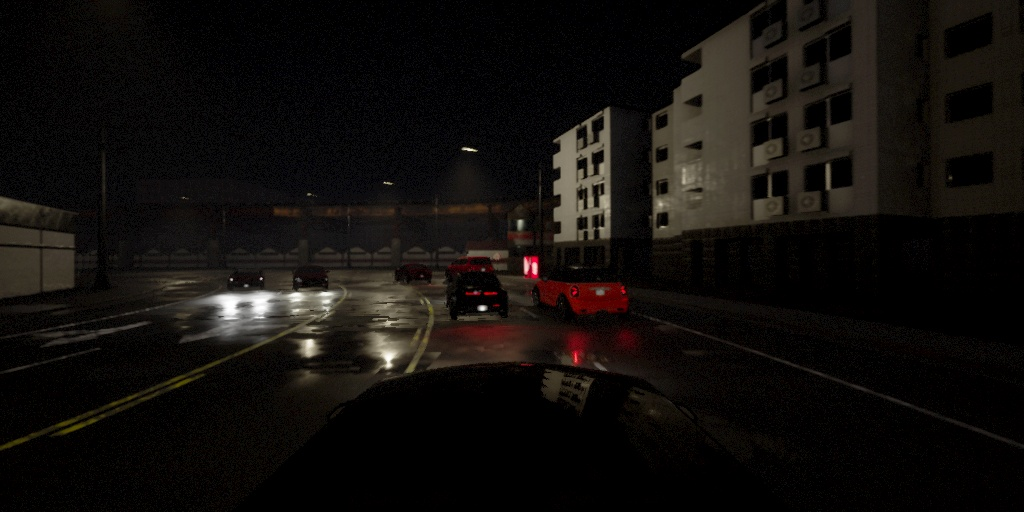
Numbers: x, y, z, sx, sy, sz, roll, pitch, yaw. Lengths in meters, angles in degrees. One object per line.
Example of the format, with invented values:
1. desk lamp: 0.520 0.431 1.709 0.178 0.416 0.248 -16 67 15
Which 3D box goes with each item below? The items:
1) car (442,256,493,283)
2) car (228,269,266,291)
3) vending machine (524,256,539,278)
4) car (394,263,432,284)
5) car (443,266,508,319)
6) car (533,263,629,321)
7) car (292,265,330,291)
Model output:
1. car: -3.310 1.052 27.686 2.150 2.045 5.566 0 0 -28
2. car: -17.234 1.497 23.450 1.895 1.301 4.718 0 0 -34
3. vending machine: 1.688 1.003 31.034 1.100 2.100 0.880 0 0 -30
4. car: -7.942 1.333 28.577 1.882 1.535 5.008 0 0 -32
5. car: -1.379 1.290 12.977 1.837 1.490 4.892 0 0 -12
6. car: 2.218 1.114 12.764 2.097 1.767 4.553 0 0 -11
7. car: -13.140 1.351 23.423 1.882 1.535 5.008 0 0 -31
